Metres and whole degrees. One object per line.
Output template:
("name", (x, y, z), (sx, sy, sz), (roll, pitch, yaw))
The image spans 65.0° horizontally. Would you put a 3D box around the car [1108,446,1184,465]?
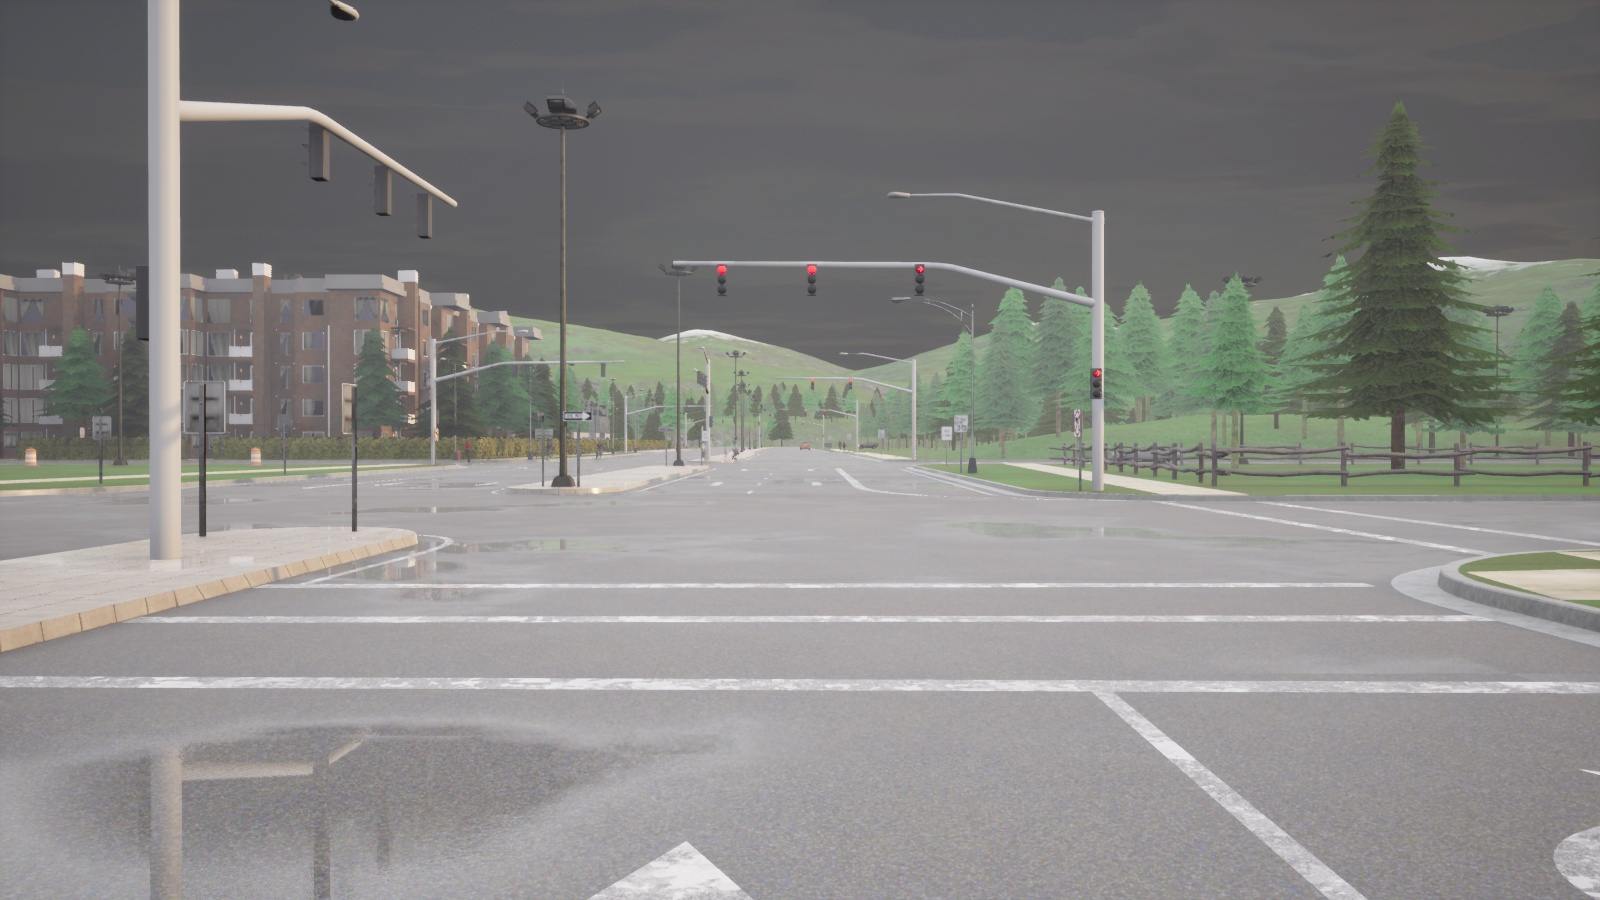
("car", (23.906, 0.376, 86.864), (4.718, 1.301, 1.895), (0, 0, 0))
